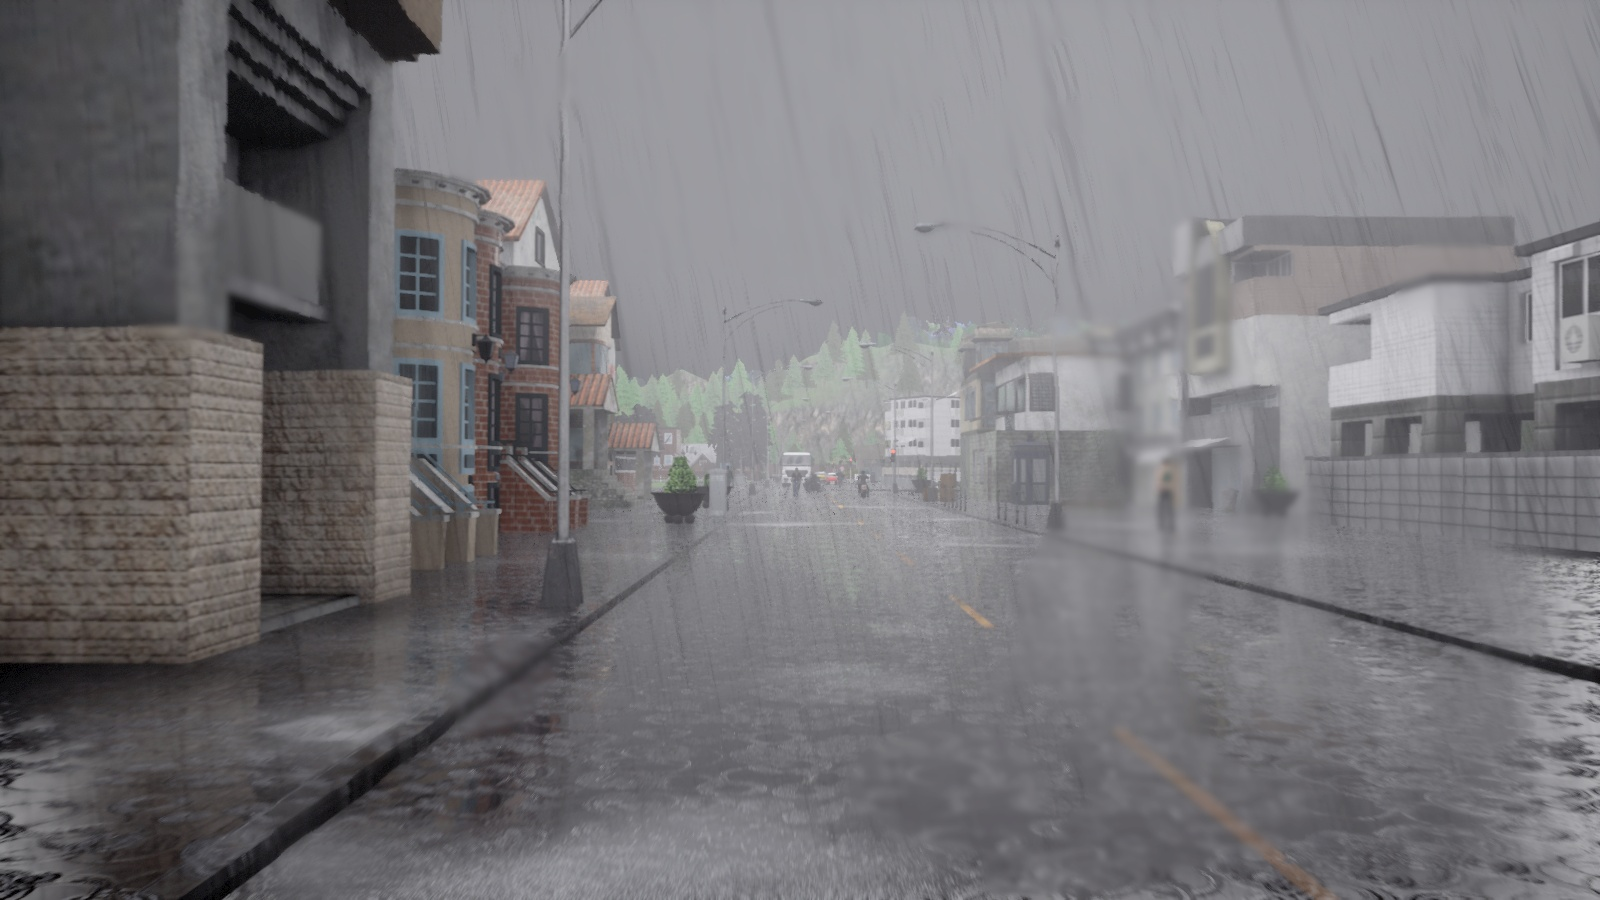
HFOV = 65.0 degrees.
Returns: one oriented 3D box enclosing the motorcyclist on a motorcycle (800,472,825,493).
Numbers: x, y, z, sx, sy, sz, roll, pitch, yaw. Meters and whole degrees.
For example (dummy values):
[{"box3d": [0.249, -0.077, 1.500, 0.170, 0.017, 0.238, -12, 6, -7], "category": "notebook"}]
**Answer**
[{"box3d": [0.914, 2.388, 92.109, 0.866, 1.530, 2.191, 0, -1, 29], "category": "motorcyclist on a motorcycle"}]
